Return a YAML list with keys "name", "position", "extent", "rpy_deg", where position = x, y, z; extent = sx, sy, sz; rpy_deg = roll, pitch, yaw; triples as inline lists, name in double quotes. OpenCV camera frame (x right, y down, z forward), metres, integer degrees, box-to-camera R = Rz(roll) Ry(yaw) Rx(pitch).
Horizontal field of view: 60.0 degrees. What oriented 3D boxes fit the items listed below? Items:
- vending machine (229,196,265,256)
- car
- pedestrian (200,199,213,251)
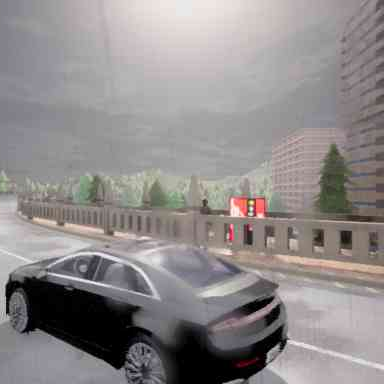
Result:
- name: "vending machine"
  position: [2.065, 1.195, 12.419]
  extent: [0.880, 2.100, 1.100]
  rpy_deg: [0, 0, 41]
- name: "car"
  position: [-1.031, 1.491, 5.042]
  extent: [4.902, 1.511, 2.128]
  rpy_deg: [0, 0, 38]
- name: "pedestrian"
  position: [0.449, 1.141, 11.832]
  extent: [0.375, 1.860, 0.375]
  rpy_deg: [0, 0, 41]
